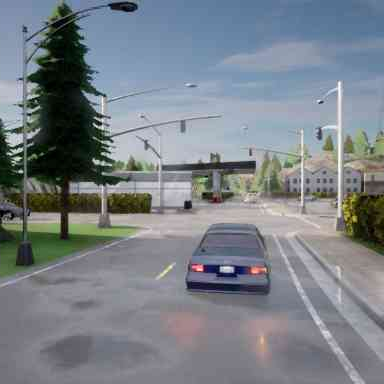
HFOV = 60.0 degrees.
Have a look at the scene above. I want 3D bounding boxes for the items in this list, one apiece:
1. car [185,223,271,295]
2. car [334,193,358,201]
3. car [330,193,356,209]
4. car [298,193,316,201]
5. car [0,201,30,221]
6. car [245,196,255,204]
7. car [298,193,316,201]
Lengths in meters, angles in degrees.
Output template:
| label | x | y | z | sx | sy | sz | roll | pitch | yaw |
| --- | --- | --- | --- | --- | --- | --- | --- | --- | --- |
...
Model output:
| label | x | y | z | sx | sy | sz | roll | pitch | yaw |
| --- | --- | --- | --- | --- | --- | --- | --- | --- | --- |
| car | 1.094 | 1.547 | 8.914 | 2.033 | 1.411 | 5.357 | 0 | 0 | 10 |
| car | 34.571 | 1.097 | 74.673 | 4.605 | 1.855 | 1.932 | 0 | 0 | 10 |
| car | 20.264 | 1.330 | 42.385 | 5.027 | 1.636 | 2.152 | 0 | 0 | 10 |
| car | 26.216 | 1.361 | 76.121 | 3.806 | 1.475 | 1.970 | 0 | 0 | 10 |
| car | -15.736 | 1.492 | 27.241 | 4.902 | 1.511 | 2.128 | 0 | 0 | 10 |
| car | 11.233 | 1.526 | 64.794 | 1.812 | 1.442 | 4.674 | 0 | 0 | 10 |
| car | 27.401 | 1.077 | 79.287 | 3.866 | 1.878 | 1.905 | 0 | 0 | 10 |
